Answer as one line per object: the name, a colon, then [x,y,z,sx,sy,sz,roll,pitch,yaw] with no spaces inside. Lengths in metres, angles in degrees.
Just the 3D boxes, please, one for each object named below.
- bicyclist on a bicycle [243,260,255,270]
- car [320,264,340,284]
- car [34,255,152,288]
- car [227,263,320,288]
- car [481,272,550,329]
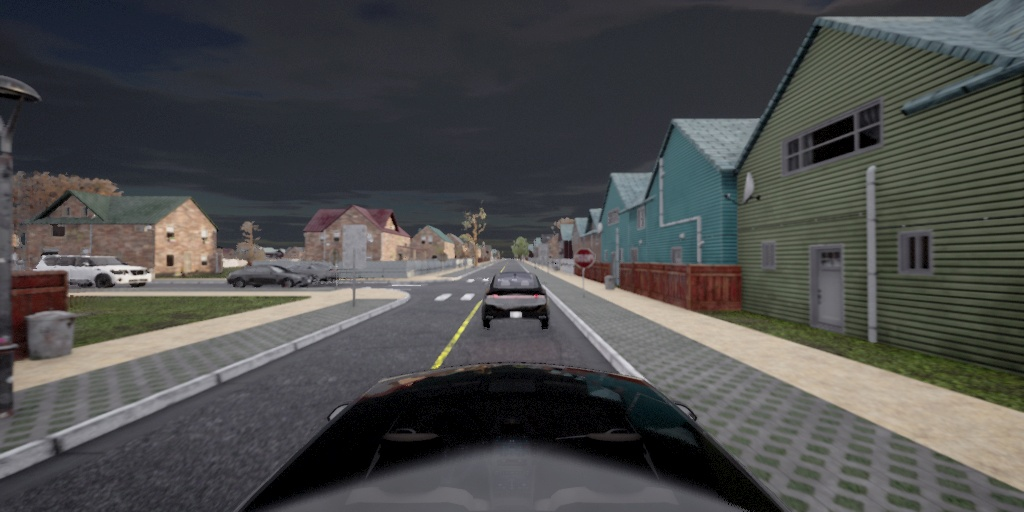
bicyclist on a bicycle: [-20.212,1.107,27.708,0.582,1.620,1.656,0,0,0]
car: [-14.574,1.266,24.829,4.902,1.511,2.128,0,-1,0]
car: [-25.430,0.954,21.816,5.566,2.045,2.150,0,-1,0]
car: [-14.708,1.266,21.888,4.674,1.442,1.812,0,-1,0]
car: [0.101,1.245,11.323,2.128,1.511,4.902,0,0,0]
